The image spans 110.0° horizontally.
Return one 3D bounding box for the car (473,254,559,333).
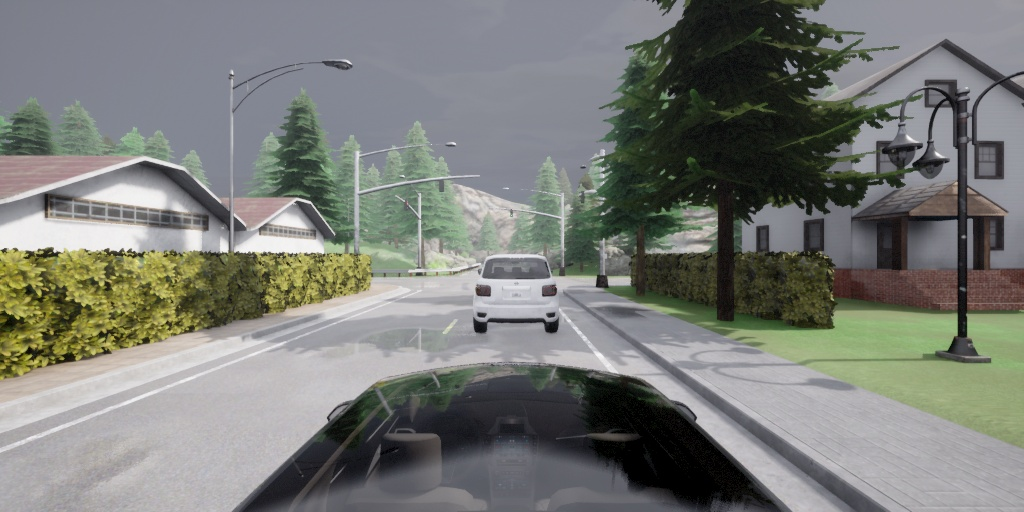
[{"bbox_3d":[0.105,0.971,10.892,2.150,2.045,5.566,0,0,0],"label":"car"}]
